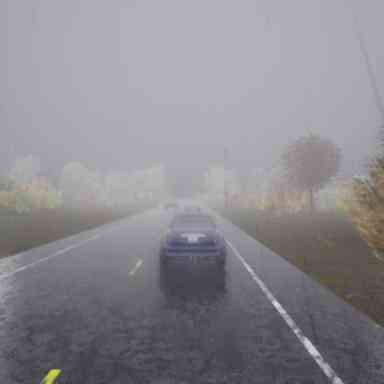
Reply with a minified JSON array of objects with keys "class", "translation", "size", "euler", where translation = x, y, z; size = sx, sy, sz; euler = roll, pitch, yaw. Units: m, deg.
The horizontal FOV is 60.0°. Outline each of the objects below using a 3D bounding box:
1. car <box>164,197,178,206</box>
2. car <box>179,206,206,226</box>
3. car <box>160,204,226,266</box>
[{"class":"car","translation":[-3.557,1.890,56.696],"size":[2.150,2.045,5.566],"euler":[0,-1,1]},{"class":"car","translation":[0.048,1.880,27.330],"size":[1.994,1.385,4.181],"euler":[0,-1,0]},{"class":"car","translation":[0.046,1.493,12.268],"size":[2.097,1.767,4.553],"euler":[0,-1,1]}]
